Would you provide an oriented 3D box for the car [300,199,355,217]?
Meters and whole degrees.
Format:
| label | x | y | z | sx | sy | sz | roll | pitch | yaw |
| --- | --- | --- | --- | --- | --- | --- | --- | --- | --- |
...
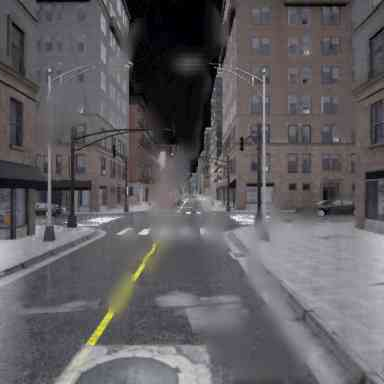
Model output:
| label | x | y | z | sx | sy | sz | roll | pitch | yaw |
| --- | --- | --- | --- | --- | --- | --- | --- | --- | --- |
| car | 12.422 | 1.352 | 28.888 | 5.008 | 1.535 | 1.882 | -1 | 0 | -1 |

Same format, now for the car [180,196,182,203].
| label | x | y | z | sx | sy | sz | roll | pitch | yaw |
| --- | --- | --- | --- | --- | --- | --- | --- | --- | --- |
| car | -3.095 | 1.183 | 55.112 | 2.150 | 2.045 | 5.566 | 0 | 0 | 0 |

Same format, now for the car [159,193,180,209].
| label | x | y | z | sx | sy | sz | roll | pitch | yaw |
| --- | --- | --- | --- | --- | --- | --- | --- | --- | --- |
| car | -3.101 | 1.201 | 44.520 | 2.150 | 2.045 | 5.566 | 0 | 0 | 0 |

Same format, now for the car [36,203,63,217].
| label | x | y | z | sx | sy | sz | roll | pitch | yaw |
| --- | --- | --- | --- | --- | --- | --- | --- | --- | --- |
| car | -14.628 | 1.703 | 31.820 | 4.403 | 1.369 | 2.008 | -1 | 0 | 0 |

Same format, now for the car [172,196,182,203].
| label | x | y | z | sx | sy | sz | roll | pitch | yaw |
| --- | --- | --- | --- | --- | --- | --- | --- | --- | --- |
| car | -3.028 | 1.534 | 67.408 | 1.895 | 1.301 | 4.718 | 0 | 0 | 1 |

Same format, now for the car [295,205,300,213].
| label | x | y | z | sx | sy | sz | roll | pitch | yaw |
| --- | --- | --- | --- | --- | --- | --- | --- | --- | --- |
| car | 12.135 | 1.434 | 31.632 | 4.507 | 1.381 | 1.887 | -1 | 0 | 0 |
